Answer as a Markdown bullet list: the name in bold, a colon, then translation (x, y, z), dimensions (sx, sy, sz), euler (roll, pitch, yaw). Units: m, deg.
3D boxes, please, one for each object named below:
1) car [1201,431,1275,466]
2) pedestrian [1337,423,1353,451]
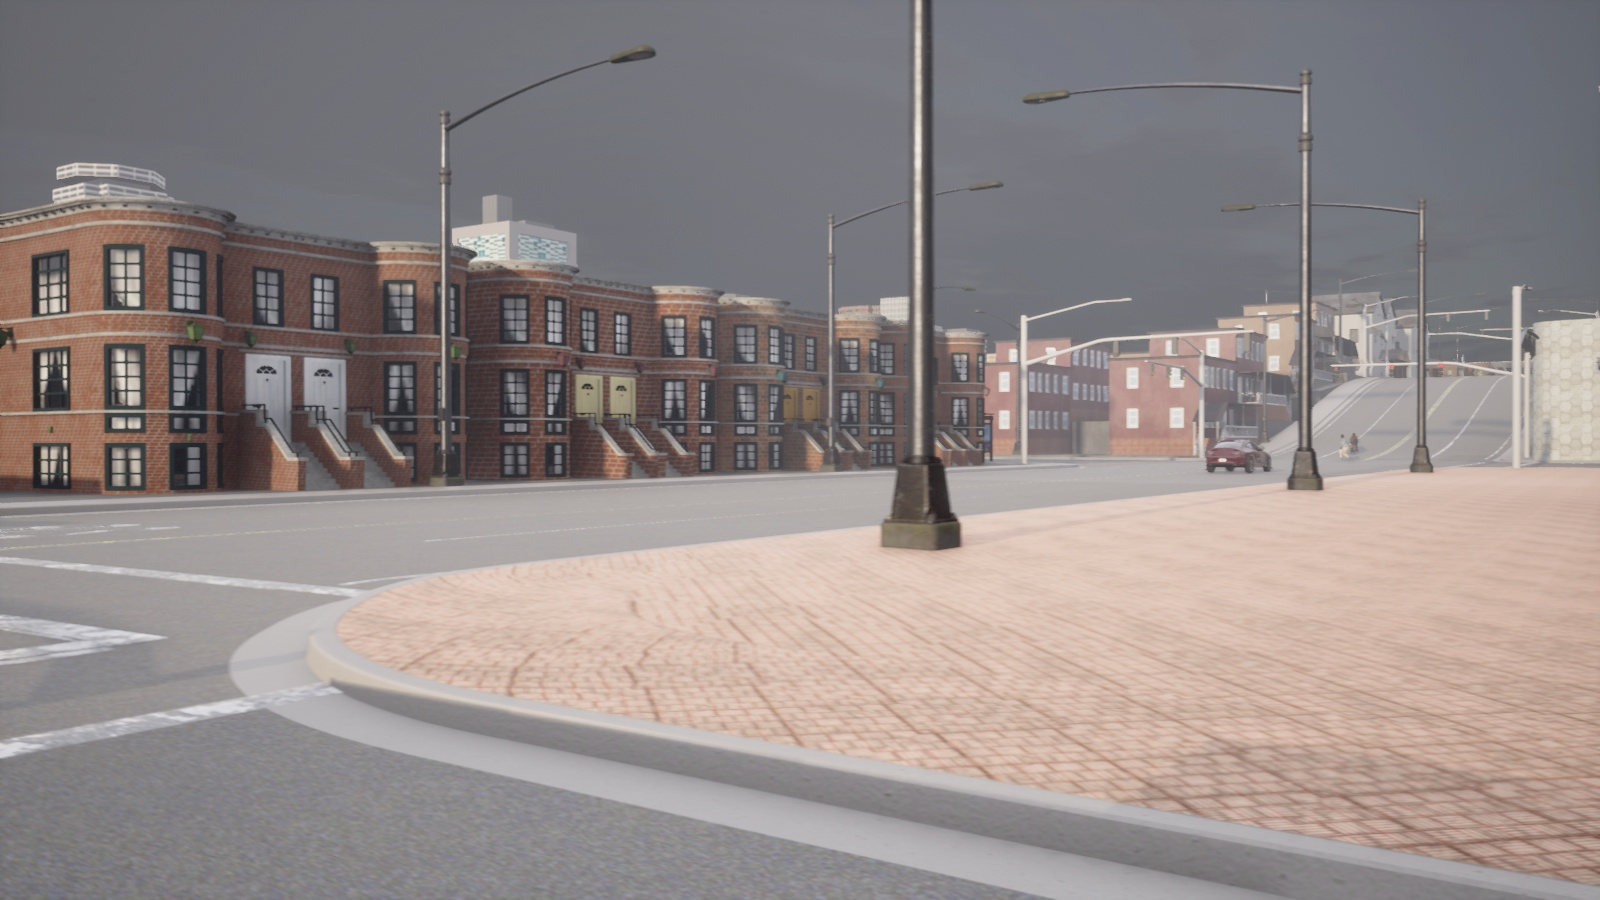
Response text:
- **car**: translation (19.086, -0.095, 54.571), dimensions (1.812, 1.442, 4.674), euler (-1, 0, 35)
- **pedestrian**: translation (35.891, -0.851, 82.757), dimensions (0.900, 1.855, 0.874), euler (-1, 0, 26)
